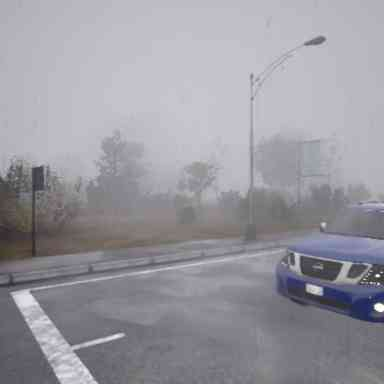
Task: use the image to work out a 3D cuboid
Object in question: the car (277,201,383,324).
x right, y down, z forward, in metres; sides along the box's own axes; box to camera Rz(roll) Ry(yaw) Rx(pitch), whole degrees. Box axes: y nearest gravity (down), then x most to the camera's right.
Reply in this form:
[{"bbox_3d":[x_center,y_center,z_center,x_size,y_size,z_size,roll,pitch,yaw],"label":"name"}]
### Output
[{"bbox_3d":[4.241,1.240,7.010,5.566,2.045,2.150,0,0,-35],"label":"car"}]
